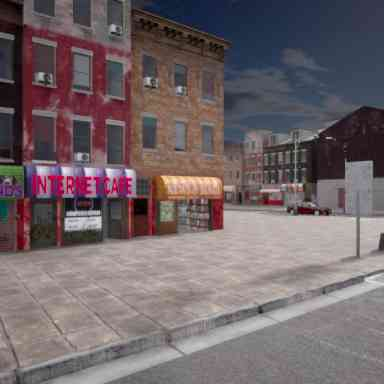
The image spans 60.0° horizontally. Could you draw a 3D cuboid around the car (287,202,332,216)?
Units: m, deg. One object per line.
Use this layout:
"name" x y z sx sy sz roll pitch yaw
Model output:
"car" 11.501 1.629 32.806 1.887 1.381 4.507 -1 0 -36
